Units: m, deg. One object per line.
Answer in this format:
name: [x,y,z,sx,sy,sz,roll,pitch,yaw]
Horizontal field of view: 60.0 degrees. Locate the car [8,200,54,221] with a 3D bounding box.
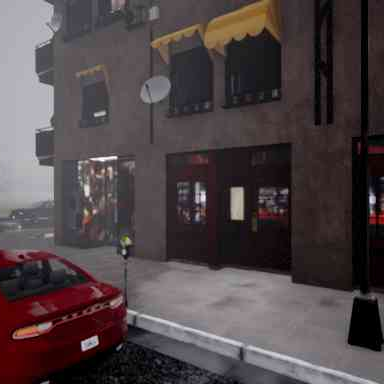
car: [-11.013,1.355,25.564,2.033,1.411,5.357,0,1,35]

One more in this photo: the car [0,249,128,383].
car: [-2.945,1.544,4.995,4.507,1.381,1.887,0,0,36]
